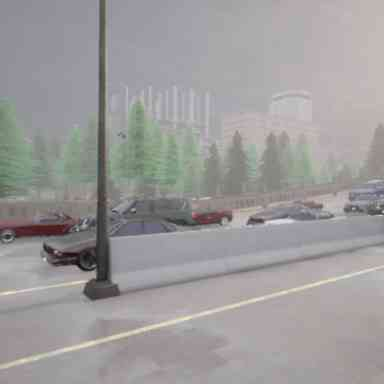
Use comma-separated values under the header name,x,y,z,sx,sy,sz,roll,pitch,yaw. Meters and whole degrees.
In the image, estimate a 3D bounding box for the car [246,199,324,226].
name,x,y,z,sx,sy,sz,roll,pitch,yaw
car,5.942,1.467,21.076,5.357,1.411,2.033,-2,1,-35

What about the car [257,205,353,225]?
name,x,y,z,sx,sy,sz,roll,pitch,yaw
car,5.748,1.591,16.659,4.718,1.301,1.895,-1,1,-35

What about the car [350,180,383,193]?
name,x,y,z,sx,sy,sz,roll,pitch,yaw
car,18.345,-0.070,34.102,5.566,2.045,2.150,-8,5,-34

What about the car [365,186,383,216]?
name,x,y,z,sx,sy,sz,roll,pitch,yaw
car,14.623,0.748,22.935,5.566,2.045,2.150,-4,2,-35

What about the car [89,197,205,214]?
name,x,y,z,sx,sy,sz,roll,pitch,yaw
car,-2.394,1.245,15.155,5.566,2.045,2.150,0,0,-35

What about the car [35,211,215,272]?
name,x,y,z,sx,sy,sz,roll,pitch,yaw
car,-2.055,1.564,11.110,5.357,1.411,2.033,0,0,-35

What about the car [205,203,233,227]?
name,x,y,z,sx,sy,sz,roll,pitch,yaw
car,0.428,1.492,21.471,5.008,1.535,1.882,-1,1,-35

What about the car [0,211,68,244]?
name,x,y,z,sx,sy,sz,roll,pitch,yaw
car,-7.229,1.616,16.058,4.718,1.301,1.895,0,0,-34

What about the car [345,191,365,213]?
name,x,y,z,sx,sy,sz,roll,pitch,yaw
car,14.141,0.959,26.873,4.181,1.385,1.994,-5,3,-34

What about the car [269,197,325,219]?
name,x,y,z,sx,sy,sz,roll,pitch,yaw
car,8.687,1.267,27.326,4.718,1.301,1.895,-4,2,-35
